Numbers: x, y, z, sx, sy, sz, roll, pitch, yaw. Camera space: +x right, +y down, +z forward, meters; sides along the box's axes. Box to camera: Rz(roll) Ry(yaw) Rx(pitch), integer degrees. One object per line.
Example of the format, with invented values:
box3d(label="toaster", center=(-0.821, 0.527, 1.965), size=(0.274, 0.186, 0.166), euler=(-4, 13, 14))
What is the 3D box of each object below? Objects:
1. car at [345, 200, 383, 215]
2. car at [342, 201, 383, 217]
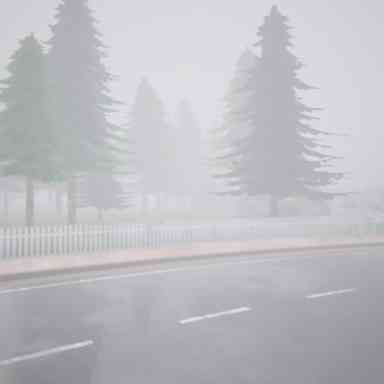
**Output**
box3d(label="car", center=(19.355, 1.700, 37.231), size=(1.994, 1.385, 4.181), euler=(0, 0, -8))
box3d(label="car", center=(16.454, 1.648, 33.044), size=(1.812, 1.442, 4.674), euler=(0, 0, -8))
